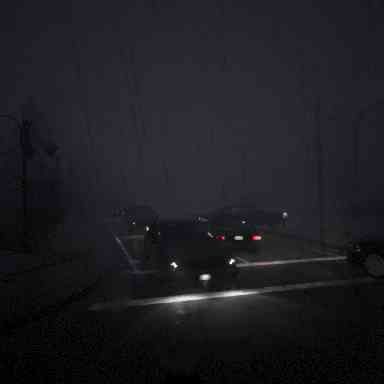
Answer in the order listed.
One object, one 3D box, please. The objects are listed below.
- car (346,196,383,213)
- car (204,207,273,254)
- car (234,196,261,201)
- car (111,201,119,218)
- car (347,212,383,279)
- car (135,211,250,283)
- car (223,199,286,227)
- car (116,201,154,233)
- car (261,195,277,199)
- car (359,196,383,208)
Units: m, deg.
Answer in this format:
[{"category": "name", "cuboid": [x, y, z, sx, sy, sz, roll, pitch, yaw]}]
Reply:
[{"category": "car", "cuboid": [15.568, 1.356, 29.241, 1.970, 1.475, 3.806, 0, 0, -17]}, {"category": "car", "cuboid": [1.353, 1.539, 13.315, 2.033, 1.411, 5.357, 0, 0, -4]}, {"category": "car", "cuboid": [7.307, 1.287, 46.187, 2.007, 1.523, 4.514, 0, 0, -17]}, {"category": "car", "cuboid": [-6.290, 1.515, 30.106, 2.033, 1.411, 5.357, 0, 0, -17]}, {"category": "car", "cuboid": [6.568, 1.475, 8.228, 5.008, 1.535, 1.882, 0, 0, 39]}, {"category": "car", "cuboid": [-0.369, 1.543, 10.128, 2.033, 1.411, 5.357, 0, 0, -15]}, {"category": "car", "cuboid": [2.845, 1.466, 19.877, 5.357, 1.411, 2.033, -3, 1, -16]}, {"category": "car", "cuboid": [-3.116, 1.529, 19.958, 2.033, 1.411, 5.357, 0, 0, -17]}, {"category": "car", "cuboid": [10.294, 1.277, 47.147, 2.152, 1.636, 5.027, 0, 0, -17]}, {"category": "car", "cuboid": [23.857, 1.273, 43.239, 1.845, 1.501, 3.633, 0, 0, -17]}]
